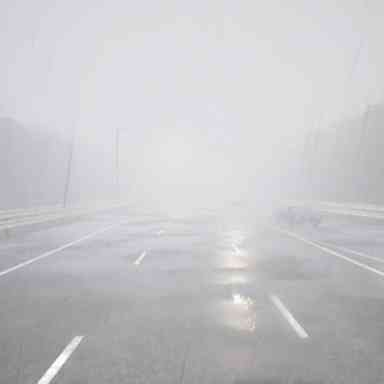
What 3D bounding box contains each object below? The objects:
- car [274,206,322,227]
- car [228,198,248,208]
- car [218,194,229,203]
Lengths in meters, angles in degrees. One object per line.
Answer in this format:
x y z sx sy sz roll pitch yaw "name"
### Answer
7.068 1.616 22.802 1.895 1.301 4.718 0 0 -2 "car"
7.016 1.636 49.578 1.895 1.301 4.718 0 0 0 "car"
7.112 1.424 75.900 2.150 2.045 5.566 0 -1 0 "car"
